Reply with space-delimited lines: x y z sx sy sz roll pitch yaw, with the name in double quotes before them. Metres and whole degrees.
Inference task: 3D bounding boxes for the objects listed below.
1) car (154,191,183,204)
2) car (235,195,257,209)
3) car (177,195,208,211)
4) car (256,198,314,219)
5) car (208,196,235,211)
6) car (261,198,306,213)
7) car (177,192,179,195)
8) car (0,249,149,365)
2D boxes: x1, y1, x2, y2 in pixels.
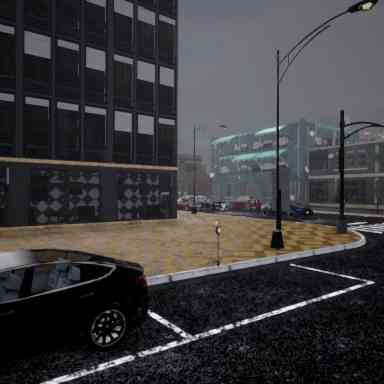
"car" -3.769 0.794 52.111 2.192 1.841 5.009 1 0 -36
"car" 6.062 1.130 38.692 1.967 1.590 4.097 1 0 -36
"car" -0.699 1.231 33.738 1.802 1.307 4.206 1 0 -36
"car" 7.592 1.355 26.790 1.994 1.385 4.181 0 1 -36
"car" 1.716 1.160 34.815 2.128 1.511 4.902 0 1 -36
"car" 9.339 1.340 34.217 1.802 1.307 4.206 1 0 -36
"car" -0.496 1.101 47.638 2.008 1.369 4.403 1 0 -36
"car" -2.680 1.566 4.643 4.313 1.339 1.947 0 0 -35
